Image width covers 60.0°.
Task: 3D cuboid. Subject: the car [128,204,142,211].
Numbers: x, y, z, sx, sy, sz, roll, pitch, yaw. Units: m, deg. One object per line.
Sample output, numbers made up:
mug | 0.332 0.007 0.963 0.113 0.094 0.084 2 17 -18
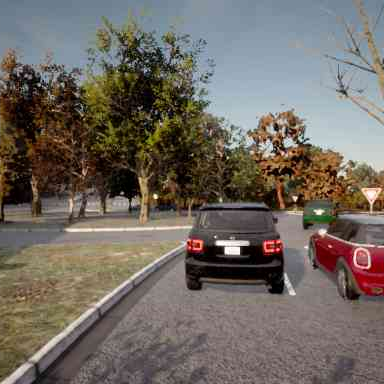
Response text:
car | -8.912 2.784 60.697 5.357 1.411 2.033 0 -1 1

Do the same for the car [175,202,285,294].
car | 1.211 1.269 9.167 2.150 2.045 5.566 0 -1 9

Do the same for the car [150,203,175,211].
car | -4.188 2.647 56.938 4.892 1.490 1.837 -1 -2 26

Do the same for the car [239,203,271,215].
car | 8.605 2.348 45.617 2.128 1.511 4.902 1 -2 -20

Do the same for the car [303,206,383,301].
car | 4.410 1.384 8.422 2.097 1.767 4.553 0 -1 9

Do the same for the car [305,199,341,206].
car | 9.143 1.504 23.378 2.150 2.045 5.566 -1 -2 25

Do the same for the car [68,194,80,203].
car | -31.236 2.001 86.943 1.946 1.575 5.366 0 2 -11
